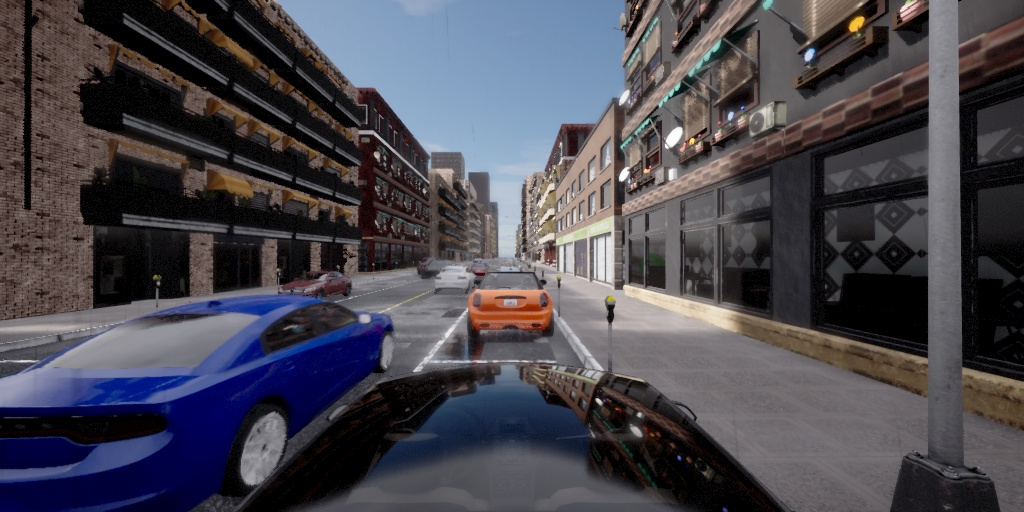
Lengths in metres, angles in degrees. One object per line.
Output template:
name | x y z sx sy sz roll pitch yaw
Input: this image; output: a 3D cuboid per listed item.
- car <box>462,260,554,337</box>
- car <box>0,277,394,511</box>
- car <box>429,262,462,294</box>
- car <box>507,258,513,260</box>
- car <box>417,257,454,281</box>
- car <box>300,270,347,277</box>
car | -0.032 1.103 10.469 2.097 1.767 4.553 0 0 0
car | -3.050 1.228 4.505 1.882 1.535 5.008 0 0 0
car | -3.144 1.276 20.280 1.812 1.442 4.674 0 0 0
car | -0.456 1.275 39.173 1.751 1.417 4.829 0 0 0
car | -6.242 1.102 30.348 2.097 1.767 4.553 0 0 0
car | -8.837 1.333 16.462 1.802 1.307 4.207 0 0 0
